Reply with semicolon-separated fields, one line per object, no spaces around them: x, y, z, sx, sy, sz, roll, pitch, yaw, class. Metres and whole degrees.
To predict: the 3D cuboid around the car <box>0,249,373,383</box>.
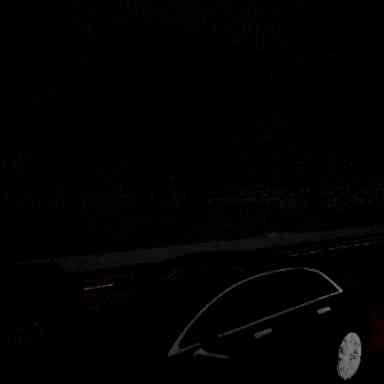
0.203;1.521;3.830;4.892;1.490;1.837;1;0;-36;car

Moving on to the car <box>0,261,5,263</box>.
-4.144;1.596;4.722;4.718;1.301;1.895;0;0;-36;car
